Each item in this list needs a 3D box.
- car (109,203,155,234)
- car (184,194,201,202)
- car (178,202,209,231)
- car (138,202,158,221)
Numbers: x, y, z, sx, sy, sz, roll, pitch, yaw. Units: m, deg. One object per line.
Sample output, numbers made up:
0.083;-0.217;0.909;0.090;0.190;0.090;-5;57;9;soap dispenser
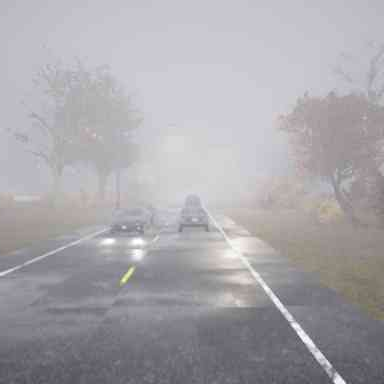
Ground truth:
-3.500;1.607;19.545;1.837;1.490;4.892;0;0;0;car
0.093;1.289;46.876;2.150;2.045;5.566;0;0;0;car
0.102;1.589;20.974;2.033;1.411;5.357;0;0;0;car
-3.592;1.526;24.417;2.128;1.511;4.902;0;1;0;car
